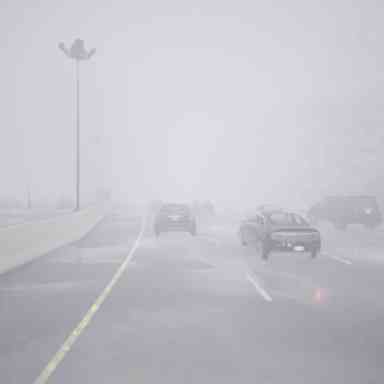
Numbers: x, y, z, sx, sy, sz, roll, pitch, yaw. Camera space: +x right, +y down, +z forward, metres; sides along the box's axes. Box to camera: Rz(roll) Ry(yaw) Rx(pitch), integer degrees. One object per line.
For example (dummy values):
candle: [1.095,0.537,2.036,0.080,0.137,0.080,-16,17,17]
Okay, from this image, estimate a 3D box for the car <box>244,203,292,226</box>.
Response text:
car: [5.377,1.565,24.202,1.895,1.301,4.718,0,0,-7]

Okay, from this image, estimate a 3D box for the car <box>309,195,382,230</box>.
car: [9.316,1.180,20.786,2.150,2.045,5.566,0,0,-6]

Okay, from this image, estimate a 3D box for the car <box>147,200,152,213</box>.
car: [-3.963,1.521,37.395,2.033,1.411,5.357,0,0,-12]

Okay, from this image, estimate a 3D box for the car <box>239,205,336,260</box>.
car: [3.046,1.472,12.375,2.128,1.511,4.902,0,0,-4]

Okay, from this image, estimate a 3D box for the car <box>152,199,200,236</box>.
car: [-1.021,1.337,18.509,2.097,1.767,4.553,0,0,-6]

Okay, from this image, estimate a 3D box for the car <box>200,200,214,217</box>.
car: [0.777,1.460,30.979,2.128,1.511,4.902,0,0,-10]
